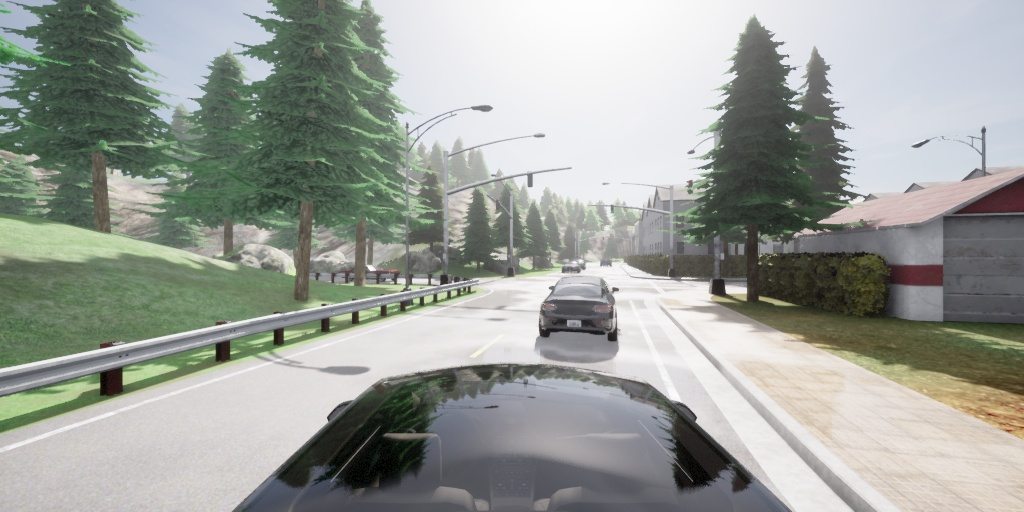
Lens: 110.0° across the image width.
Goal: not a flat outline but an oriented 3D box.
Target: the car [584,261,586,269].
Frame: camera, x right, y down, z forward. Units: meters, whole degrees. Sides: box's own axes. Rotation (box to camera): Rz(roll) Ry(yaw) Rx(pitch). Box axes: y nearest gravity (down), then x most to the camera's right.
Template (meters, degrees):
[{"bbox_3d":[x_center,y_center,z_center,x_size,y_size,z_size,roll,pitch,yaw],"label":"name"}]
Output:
[{"bbox_3d":[9.867,1.241,52.862,2.128,1.511,4.902,0,0,15],"label":"car"}]

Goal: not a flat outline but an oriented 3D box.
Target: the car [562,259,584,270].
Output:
[{"bbox_3d":[7.197,1.314,43.169,1.994,1.385,4.181,0,0,15],"label":"car"}]

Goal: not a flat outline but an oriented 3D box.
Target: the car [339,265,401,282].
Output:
[{"bbox_3d":[-11.319,1.366,28.870,4.718,1.301,1.895,0,0,15],"label":"car"}]

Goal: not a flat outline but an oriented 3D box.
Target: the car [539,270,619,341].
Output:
[{"bbox_3d":[1.922,1.276,9.878,1.812,1.442,4.674,0,0,15],"label":"car"}]
